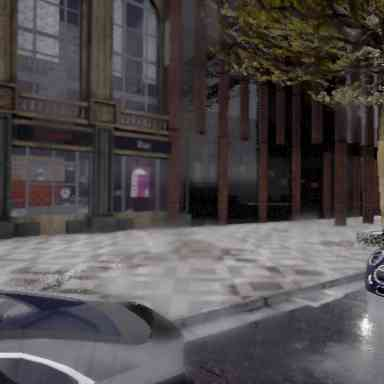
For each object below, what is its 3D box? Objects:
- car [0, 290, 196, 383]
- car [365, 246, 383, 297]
[{"bbox_3d":[-2.228,1.484,1.776,4.902,1.511,2.128,1,0,-35],"label":"car"},{"bbox_3d":[5.971,1.437,7.622,4.553,1.767,2.097,1,0,-35],"label":"car"}]
